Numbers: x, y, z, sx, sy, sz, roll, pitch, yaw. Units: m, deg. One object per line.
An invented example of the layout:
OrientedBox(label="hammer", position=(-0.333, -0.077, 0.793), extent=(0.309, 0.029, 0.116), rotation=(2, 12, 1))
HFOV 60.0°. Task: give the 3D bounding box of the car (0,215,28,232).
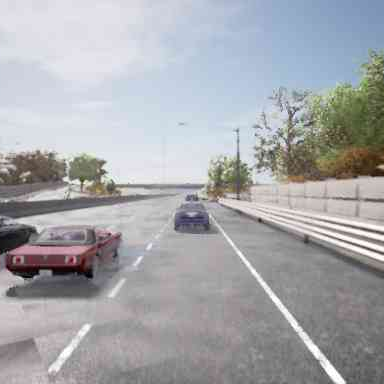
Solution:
OrientedBox(label="car", position=(-6.898, 1.501, 11.107), extent=(2.128, 1.511, 4.902), rotation=(0, 0, 0))

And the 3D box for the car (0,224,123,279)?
OrientedBox(label="car", position=(-3.401, 1.610, 9.978), extent=(1.895, 1.301, 4.718), rotation=(0, 0, 0))

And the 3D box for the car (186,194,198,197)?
OrientedBox(label="car", position=(0.005, 1.324, 52.130), extent=(2.150, 2.045, 5.566), rotation=(0, 0, 0))

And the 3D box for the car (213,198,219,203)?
OrientedBox(label="car", position=(6.838, 2.175, 89.242), extent=(1.994, 1.385, 4.181), rotation=(0, -1, 24))

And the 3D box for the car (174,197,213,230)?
OrientedBox(label="car", position=(-0.003, 1.378, 21.354), extent=(2.097, 1.767, 4.553), rotation=(0, 0, 0))

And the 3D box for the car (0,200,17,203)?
OrientedBox(label="car", position=(-21.072, 1.611, 37.574), extent=(2.033, 1.411, 5.357), rotation=(0, 0, 0))
